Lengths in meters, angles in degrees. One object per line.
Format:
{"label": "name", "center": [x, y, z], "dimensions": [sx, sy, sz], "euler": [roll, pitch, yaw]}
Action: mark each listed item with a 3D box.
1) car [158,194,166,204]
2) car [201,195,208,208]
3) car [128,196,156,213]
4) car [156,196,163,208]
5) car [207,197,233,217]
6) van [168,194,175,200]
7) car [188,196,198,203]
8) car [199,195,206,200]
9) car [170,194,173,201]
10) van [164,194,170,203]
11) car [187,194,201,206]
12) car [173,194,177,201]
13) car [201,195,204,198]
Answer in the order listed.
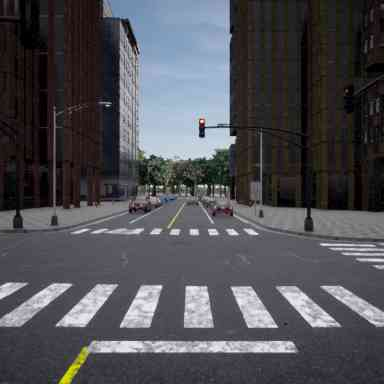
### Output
{"label": "car", "center": [-5.722, 1.538, 53.300], "dimensions": [1.752, 1.417, 4.829], "euler": [0, 0, 0]}
{"label": "car", "center": [2.799, 1.561, 48.025], "dimensions": [2.008, 1.369, 4.403], "euler": [0, 0, 0]}
{"label": "car", "center": [-5.734, 1.321, 37.157], "dimensions": [2.192, 1.841, 5.009], "euler": [0, 0, 0]}
{"label": "car", "center": [-5.726, 1.592, 48.032], "dimensions": [1.802, 1.307, 4.206], "euler": [0, 0, 0]}
{"label": "car", "center": [2.787, 1.445, 31.713], "dimensions": [1.967, 1.590, 4.097], "euler": [0, 0, 0]}
{"label": "van", "center": [-5.693, 1.377, 91.533], "dimensions": [1.690, 1.788, 3.998], "euler": [0, 0, 0]}
{"label": "car", "center": [0.155, 1.584, 69.774], "dimensions": [1.994, 1.385, 4.181], "euler": [0, 0, 0]}
{"label": "car", "center": [2.833, 1.562, 91.696], "dimensions": [1.752, 1.417, 4.829], "euler": [0, 0, 0]}
{"label": "car", "center": [-5.709, 1.572, 69.783], "dimensions": [2.008, 1.369, 4.403], "euler": [0, 0, 0]}
{"label": "van", "center": [-5.713, 1.359, 64.345], "dimensions": [1.690, 1.788, 3.998], "euler": [0, 0, 0]}
{"label": "car", "center": [0.142, 1.561, 56.497], "dimensions": [2.033, 1.411, 5.357], "euler": [0, 0, 0]}
{"label": "car", "center": [-5.696, 1.598, 86.095], "dimensions": [1.947, 1.339, 4.313], "euler": [0, 0, 0]}
{"label": "car", "center": [2.804, 1.557, 53.463], "dimensions": [1.887, 1.381, 4.507], "euler": [0, 0, 0]}
